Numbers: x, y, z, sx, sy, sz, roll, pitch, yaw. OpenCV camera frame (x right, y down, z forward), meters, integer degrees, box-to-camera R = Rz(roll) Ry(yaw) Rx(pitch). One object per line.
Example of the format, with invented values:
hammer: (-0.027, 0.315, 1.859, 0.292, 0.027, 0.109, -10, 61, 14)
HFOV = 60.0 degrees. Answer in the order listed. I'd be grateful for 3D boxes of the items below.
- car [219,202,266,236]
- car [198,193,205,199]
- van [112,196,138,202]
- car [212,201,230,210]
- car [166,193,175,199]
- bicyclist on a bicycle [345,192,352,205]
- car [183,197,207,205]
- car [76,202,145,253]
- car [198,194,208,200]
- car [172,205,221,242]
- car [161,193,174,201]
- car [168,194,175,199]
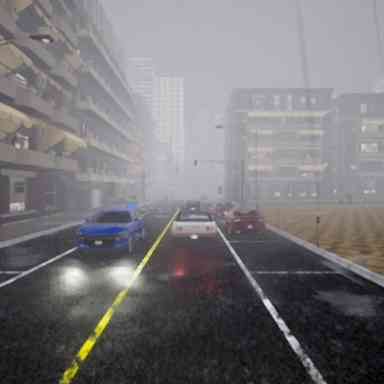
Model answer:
car: (2.684, 1.453, 17.596, 1.887, 1.381, 4.507, 0, 0, 0)
car: (2.689, 1.129, 94.229, 2.008, 1.369, 4.403, -1, 0, 0)
van: (-5.697, 1.196, 28.648, 1.690, 1.788, 3.998, 0, 0, 0)
car: (2.685, 1.400, 28.647, 1.887, 1.381, 4.507, 0, 0, 0)
car: (-5.693, 1.039, 88.707, 1.967, 1.590, 4.097, -1, 0, 0)
bicyclist on a bicycle: (20.247, 0.807, 42.965, 0.582, 1.620, 1.656, -1, 0, -1)
car: (0.099, 1.411, 30.335, 1.994, 1.385, 4.181, 0, 0, 0)
car: (-3.099, 1.406, 13.536, 1.882, 1.535, 5.008, 0, 0, 0)
car: (2.687, 1.082, 77.646, 1.967, 1.590, 4.097, -1, 0, 0)
car: (0.100, 1.519, 15.717, 1.895, 1.301, 4.718, 0, 0, 0)
car: (-5.692, 1.214, 72.124, 2.008, 1.369, 4.403, 0, 0, 0)
car: (-5.692, 1.159, 94.236, 1.802, 1.307, 4.206, -1, 0, 0)
